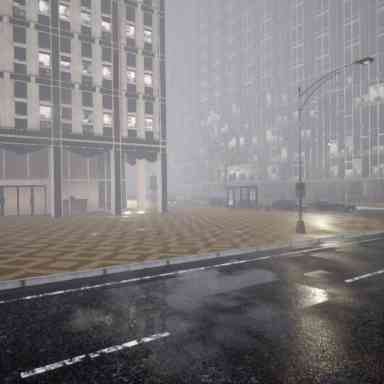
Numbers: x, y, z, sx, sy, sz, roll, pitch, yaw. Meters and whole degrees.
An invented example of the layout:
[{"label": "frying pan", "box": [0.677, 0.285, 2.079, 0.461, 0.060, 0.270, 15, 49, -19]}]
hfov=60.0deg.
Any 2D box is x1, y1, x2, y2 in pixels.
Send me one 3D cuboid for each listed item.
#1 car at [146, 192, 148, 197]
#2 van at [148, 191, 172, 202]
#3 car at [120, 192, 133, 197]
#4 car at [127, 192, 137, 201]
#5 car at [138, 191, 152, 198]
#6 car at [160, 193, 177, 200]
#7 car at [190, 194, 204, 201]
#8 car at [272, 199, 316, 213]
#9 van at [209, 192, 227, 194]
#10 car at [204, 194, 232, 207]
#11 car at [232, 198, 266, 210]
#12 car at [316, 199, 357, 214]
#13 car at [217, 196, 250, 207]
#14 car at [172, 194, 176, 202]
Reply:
[{"label": "car", "box": [-8.382, 0.615, 77.213, 2.192, 1.841, 5.009, 0, 1, -34]}, {"label": "van", "box": [-5.648, 0.937, 58.413, 1.690, 1.788, 3.998, 0, 1, -34]}, {"label": "car", "box": [-18.027, 0.688, 91.275, 2.008, 1.369, 4.403, 0, 1, -34]}, {"label": "car", "box": [-12.078, 1.039, 67.790, 2.008, 1.369, 4.403, 0, 1, -34]}, {"label": "car", "box": [-11.598, 0.686, 81.900, 1.967, 1.590, 4.097, 0, 1, -34]}, {"label": "car", "box": [-5.167, 0.936, 72.529, 1.802, 1.307, 4.206, 0, 1, -34]}, {"label": "car", "box": [1.263, 1.043, 63.155, 1.802, 1.307, 4.206, 0, 1, -34]}, {"label": "car", "box": [10.320, 1.424, 34.908, 1.947, 1.339, 4.313, 0, 1, -34]}, {"label": "van", "box": [4.477, 0.855, 58.465, 1.690, 1.788, 3.998, 0, 1, -34]}, {"label": "car", "box": [3.952, 1.319, 44.327, 1.947, 1.339, 4.313, 0, 1, -34]}, {"label": "car", "box": [7.119, 1.388, 39.607, 1.802, 1.307, 4.206, 0, 1, -34]}, {"label": "car", "box": [14.207, 1.442, 34.037, 1.895, 1.301, 4.718, -1, 1, -34]}, {"label": "car", "box": [5.726, 1.305, 46.406, 1.895, 1.301, 4.718, -1, 1, -34]}, {"label": "car", "box": [-5.119, 1.115, 62.388, 2.033, 1.411, 5.357, -1, 1, -34]}]
